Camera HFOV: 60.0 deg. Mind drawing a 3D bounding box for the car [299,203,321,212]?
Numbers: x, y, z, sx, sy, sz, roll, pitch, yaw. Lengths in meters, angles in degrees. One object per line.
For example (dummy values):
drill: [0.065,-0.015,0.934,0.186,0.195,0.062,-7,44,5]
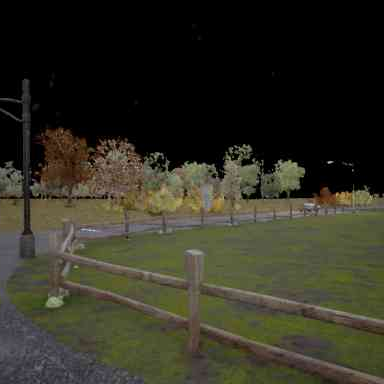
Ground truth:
car: [18.819,2.448,53.000,2.033,1.411,5.357,-1,-2,40]
